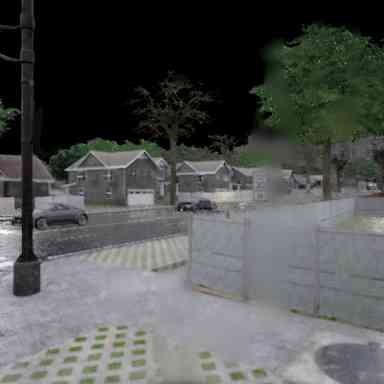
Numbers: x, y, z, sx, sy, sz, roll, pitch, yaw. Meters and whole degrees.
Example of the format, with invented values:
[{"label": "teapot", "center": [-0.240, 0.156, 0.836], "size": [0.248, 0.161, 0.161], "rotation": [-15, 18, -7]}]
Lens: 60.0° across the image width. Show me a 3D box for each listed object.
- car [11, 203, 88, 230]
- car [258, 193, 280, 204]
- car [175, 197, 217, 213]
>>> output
[{"label": "car", "center": [-8.229, 1.361, 19.557], "size": [1.994, 1.385, 4.181], "rotation": [0, 0, 34]}, {"label": "car", "center": [11.196, 0.992, 48.250], "size": [1.837, 1.490, 4.892], "rotation": [0, 1, 34]}, {"label": "car", "center": [0.527, 1.242, 32.566], "size": [2.033, 1.411, 5.357], "rotation": [0, 1, 34]}]
